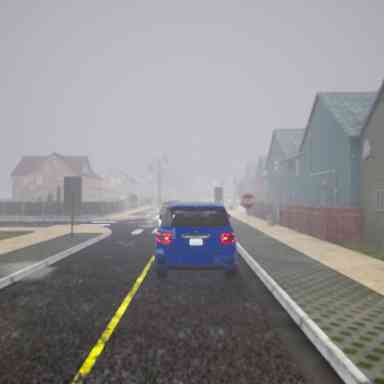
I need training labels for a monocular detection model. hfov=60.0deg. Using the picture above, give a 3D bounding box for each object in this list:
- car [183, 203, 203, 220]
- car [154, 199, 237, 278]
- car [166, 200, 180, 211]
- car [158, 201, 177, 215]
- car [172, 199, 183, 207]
[{"bbox_3d":[0.097,1.826,32.488,1.812,1.442,4.674,0,-1,0],"label":"car"},{"bbox_3d":[0.099,1.317,10.567,2.150,2.045,5.566,0,-1,0],"label":"car"},{"bbox_3d":[-2.842,1.990,49.756,1.812,1.442,4.674,0,0,0],"label":"car"},{"bbox_3d":[-2.844,1.874,39.778,1.837,1.490,4.892,0,-1,0],"label":"car"},{"bbox_3d":[-2.770,2.152,64.507,2.033,1.411,5.357,0,-1,1],"label":"car"}]
